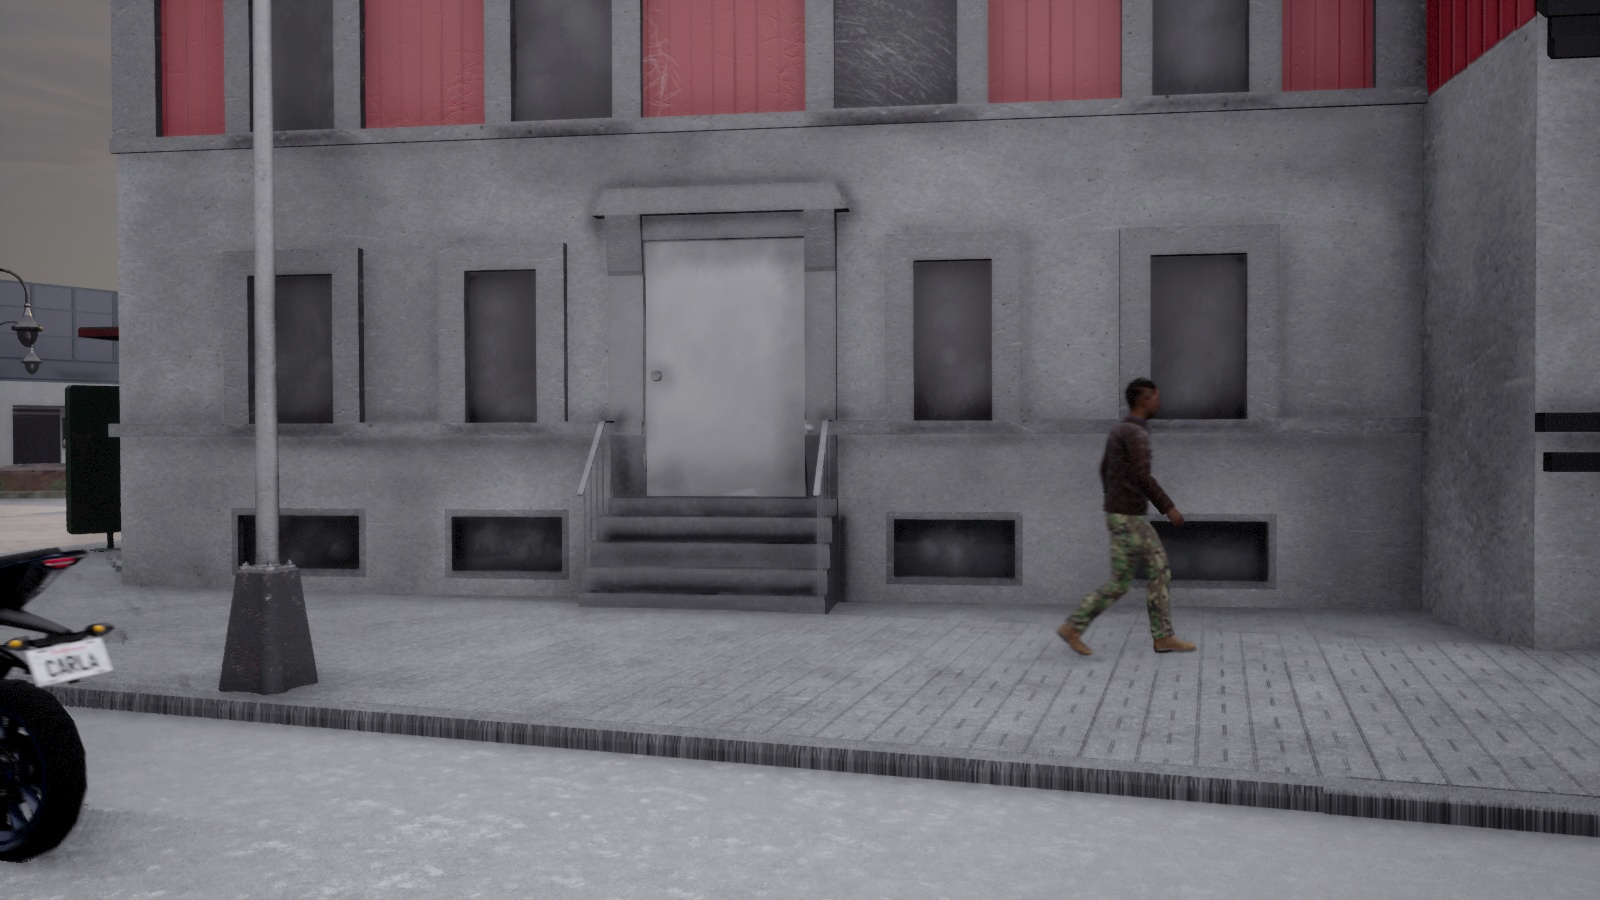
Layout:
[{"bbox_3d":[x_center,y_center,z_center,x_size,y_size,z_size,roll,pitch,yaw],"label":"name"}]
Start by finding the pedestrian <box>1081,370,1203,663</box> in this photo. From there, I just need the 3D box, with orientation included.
[{"bbox_3d":[2.204,0.414,8.142,0.703,1.840,0.431,0,1,8],"label":"pedestrian"}]

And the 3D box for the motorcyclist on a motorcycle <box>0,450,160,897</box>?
[{"bbox_3d":[-3.726,0.769,4.923,2.191,1.530,0.866,1,1,18],"label":"motorcyclist on a motorcycle"}]
